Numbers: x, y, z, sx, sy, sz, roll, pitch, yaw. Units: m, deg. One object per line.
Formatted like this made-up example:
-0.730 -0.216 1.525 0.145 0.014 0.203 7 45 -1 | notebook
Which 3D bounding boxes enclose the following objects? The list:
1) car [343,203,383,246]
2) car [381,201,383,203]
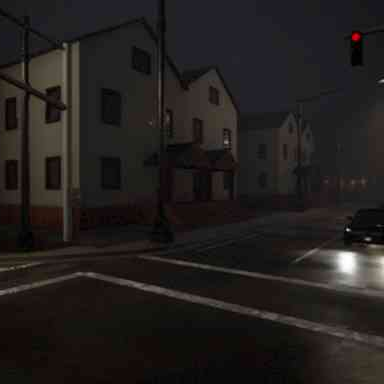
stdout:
7.740 1.427 14.098 1.812 1.442 4.674 0 1 34 | car
13.365 1.348 22.350 1.812 1.442 4.674 0 1 34 | car
